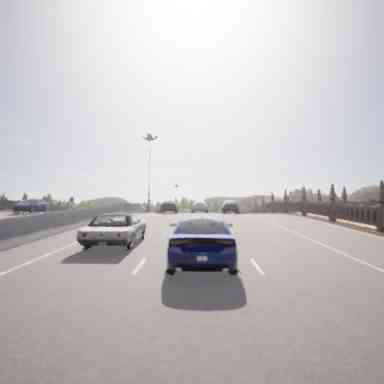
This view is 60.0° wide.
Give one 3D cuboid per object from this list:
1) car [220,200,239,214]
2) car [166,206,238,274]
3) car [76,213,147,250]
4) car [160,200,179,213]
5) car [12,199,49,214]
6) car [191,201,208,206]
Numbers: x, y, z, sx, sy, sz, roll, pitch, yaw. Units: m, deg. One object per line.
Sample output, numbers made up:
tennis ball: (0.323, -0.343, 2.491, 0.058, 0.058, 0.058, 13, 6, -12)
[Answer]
car: (4.408, 1.779, 39.137, 1.837, 1.490, 4.892, 0, -3, 1)
car: (0.302, 1.446, 10.511, 1.882, 1.535, 5.008, 0, 0, 1)
car: (-3.126, 1.541, 14.001, 1.895, 1.301, 4.718, 0, 0, 1)
car: (-2.592, 1.712, 39.199, 1.882, 1.535, 5.008, 0, -3, 1)
car: (-16.803, 1.446, 34.902, 1.882, 1.535, 5.008, 0, -2, 2)
car: (0.906, 1.773, 39.082, 1.812, 1.442, 4.674, 0, -3, 1)
